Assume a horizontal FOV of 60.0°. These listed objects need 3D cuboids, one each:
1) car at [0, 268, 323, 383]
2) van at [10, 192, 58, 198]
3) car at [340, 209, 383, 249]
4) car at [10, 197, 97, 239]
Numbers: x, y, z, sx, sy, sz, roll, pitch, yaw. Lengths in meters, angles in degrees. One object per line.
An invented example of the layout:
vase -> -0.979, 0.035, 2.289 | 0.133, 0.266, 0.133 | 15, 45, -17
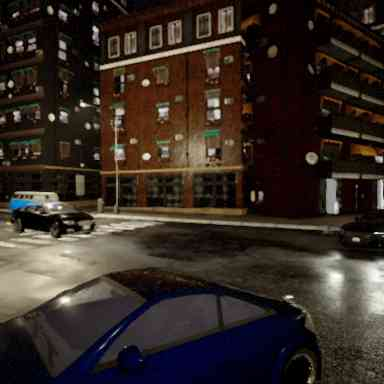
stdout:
car -> -0.606, 1.561, 3.284 | 4.181, 1.385, 1.994 | 0, 0, -36
van -> -11.924, 0.883, 25.101 | 3.998, 1.788, 1.690 | 1, 0, 25
car -> 8.046, 1.437, 13.649 | 5.008, 1.535, 1.882 | -1, 1, -36
car -> -6.535, 1.219, 15.602 | 4.902, 1.511, 2.128 | 1, 1, 34
